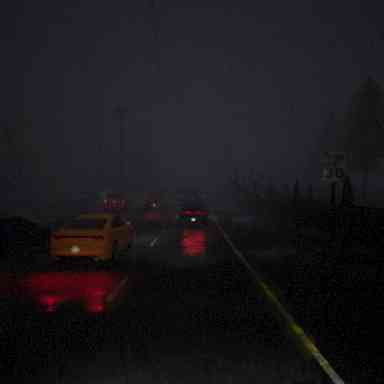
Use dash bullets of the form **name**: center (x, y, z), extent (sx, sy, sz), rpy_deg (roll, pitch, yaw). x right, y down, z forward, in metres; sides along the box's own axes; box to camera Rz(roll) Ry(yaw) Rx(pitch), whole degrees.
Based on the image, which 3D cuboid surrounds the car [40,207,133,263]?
- **car**: center (-3.408, 1.537, 12.191), extent (1.882, 1.535, 5.008), rpy_deg (0, 0, 0)

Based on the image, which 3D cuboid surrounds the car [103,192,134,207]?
- **car**: center (-6.934, 0.740, 31.765), extent (2.097, 1.767, 4.553), rpy_deg (0, 4, 0)

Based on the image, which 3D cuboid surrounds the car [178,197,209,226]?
- **car**: center (0.086, 1.392, 22.973), extent (1.837, 1.490, 4.892), rpy_deg (0, 2, 0)

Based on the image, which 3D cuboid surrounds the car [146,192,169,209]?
- **car**: center (-3.438, 0.803, 32.924), extent (1.837, 1.490, 4.892), rpy_deg (0, 4, 0)

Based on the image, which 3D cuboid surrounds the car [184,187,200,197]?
- **car**: center (0.024, 0.140, 40.027), extent (1.812, 1.442, 4.674), rpy_deg (0, 6, 0)

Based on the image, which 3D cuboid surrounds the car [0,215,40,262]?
- **car**: center (-6.909, 1.585, 12.322), extent (1.812, 1.442, 4.674), rpy_deg (0, 0, 0)
